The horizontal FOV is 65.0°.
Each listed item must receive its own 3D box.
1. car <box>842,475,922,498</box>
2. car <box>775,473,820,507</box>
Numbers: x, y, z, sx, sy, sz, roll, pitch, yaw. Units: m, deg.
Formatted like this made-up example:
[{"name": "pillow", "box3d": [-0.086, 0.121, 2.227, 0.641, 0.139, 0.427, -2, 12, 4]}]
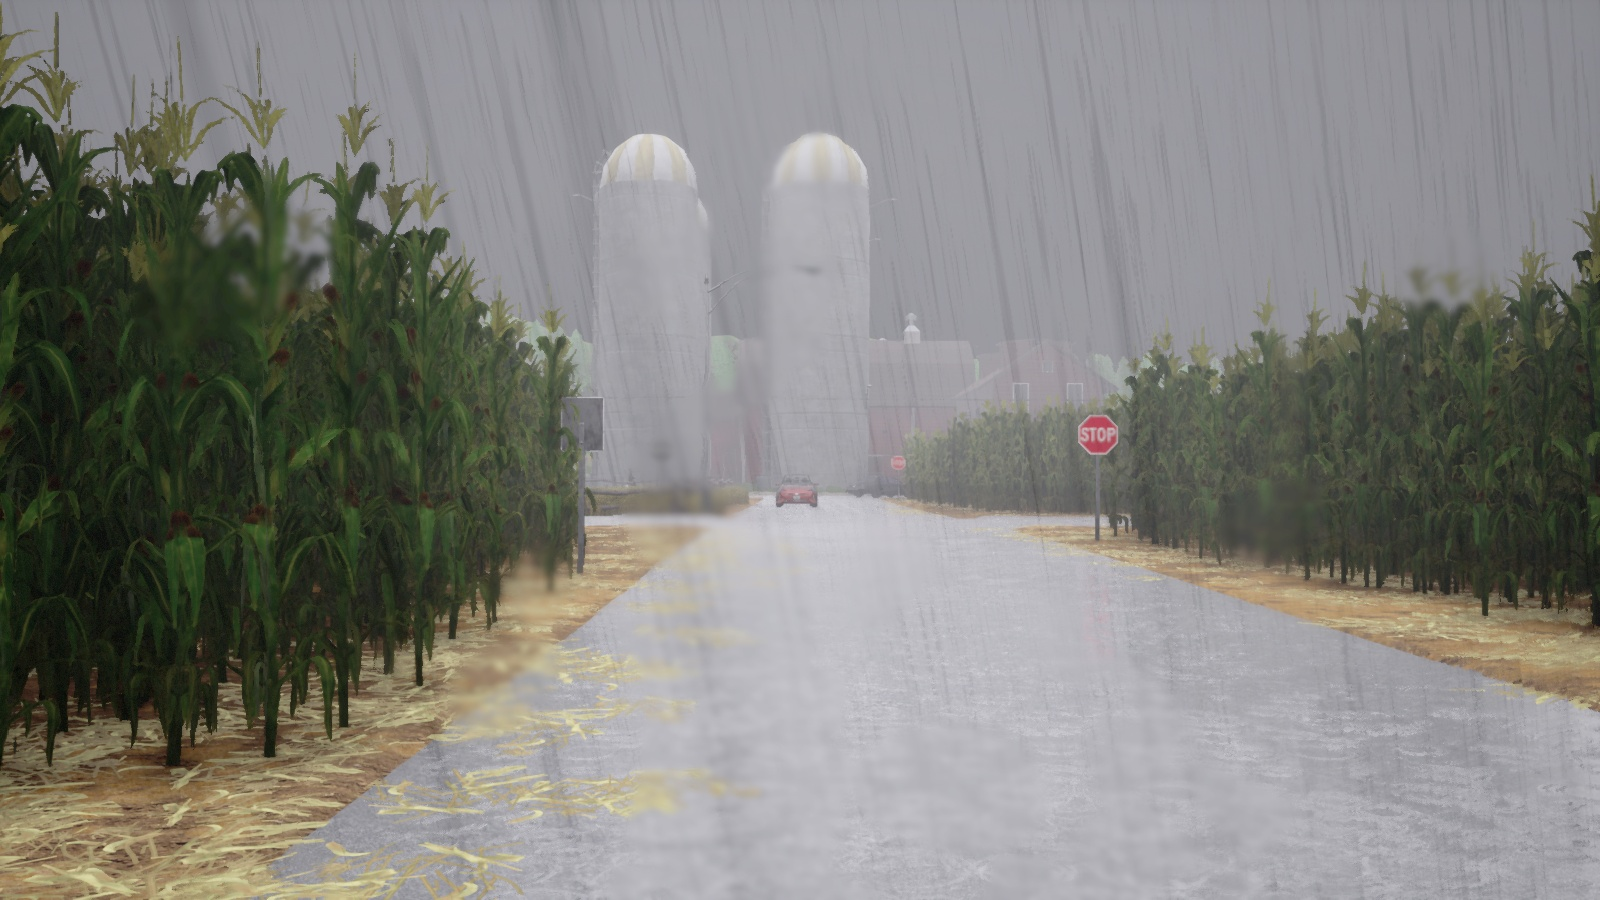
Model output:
[{"name": "car", "box3d": [5.388, 2.362, 81.773, 5.357, 1.411, 2.033, 1, -1, -43]}, {"name": "car", "box3d": [-0.134, 1.831, 58.183, 2.007, 1.525, 4.514, 0, -1, 0]}]
